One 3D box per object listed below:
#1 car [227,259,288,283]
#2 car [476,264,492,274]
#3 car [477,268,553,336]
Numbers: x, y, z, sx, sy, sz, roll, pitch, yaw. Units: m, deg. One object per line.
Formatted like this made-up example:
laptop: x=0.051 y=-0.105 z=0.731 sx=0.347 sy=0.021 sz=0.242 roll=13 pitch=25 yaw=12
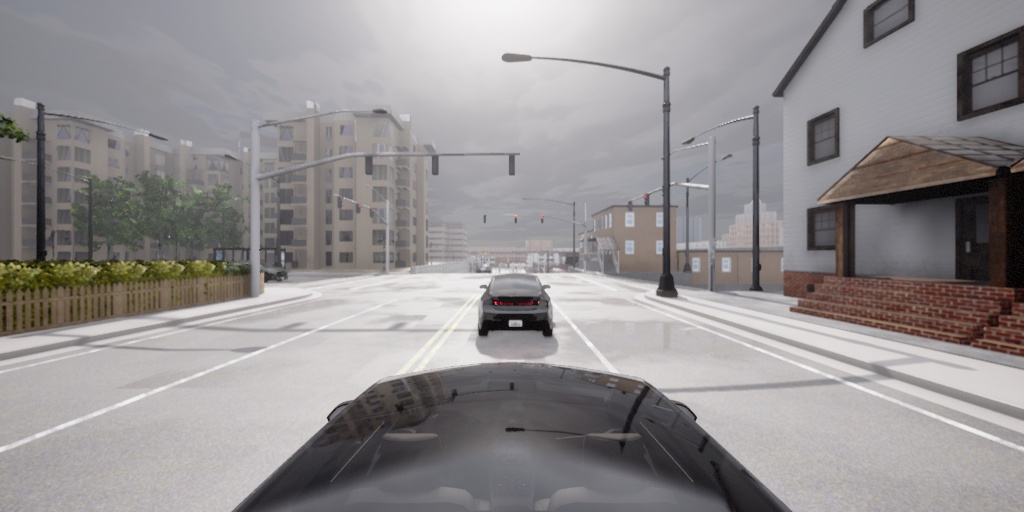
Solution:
car: x=-19.527 y=1.092 z=27.054 sx=4.553 sy=1.767 sz=2.097 roll=0 pitch=0 yaw=1
car: x=-3.624 y=1.732 z=47.183 sx=2.128 sy=1.511 sz=4.902 roll=0 pitch=-4 yaw=0
car: x=0.090 y=1.251 z=10.371 sx=1.837 sy=1.490 sz=4.892 roll=0 pitch=0 yaw=0
